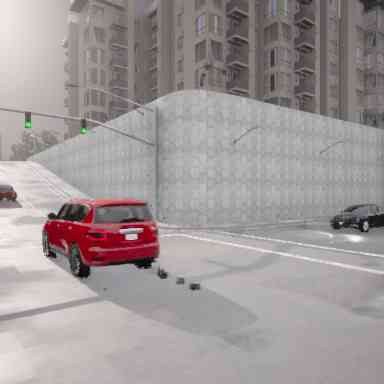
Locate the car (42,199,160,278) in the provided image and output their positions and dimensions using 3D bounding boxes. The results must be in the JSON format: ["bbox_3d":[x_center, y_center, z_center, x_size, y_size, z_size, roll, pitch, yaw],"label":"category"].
[{"bbox_3d":[-3.093,1.226,10.548,2.150,2.045,5.566,0,0,-36],"label":"car"}]

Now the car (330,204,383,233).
[{"bbox_3d":[10.268,1.505,19.936,4.892,1.490,1.837,0,0,-36],"label":"car"}]

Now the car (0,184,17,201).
[{"bbox_3d":[-17.356,-0.058,30.370,1.895,1.301,4.718,0,9,-36],"label":"car"}]
